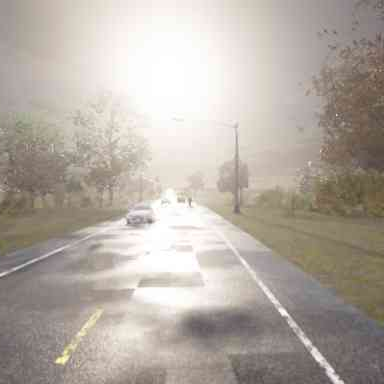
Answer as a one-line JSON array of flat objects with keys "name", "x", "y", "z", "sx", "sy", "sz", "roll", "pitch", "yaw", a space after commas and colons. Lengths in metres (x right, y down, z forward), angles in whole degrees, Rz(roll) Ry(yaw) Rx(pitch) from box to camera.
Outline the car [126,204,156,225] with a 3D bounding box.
[{"name": "car", "x": -3.867, "y": 1.660, "z": 25.782, "sx": 1.812, "sy": 1.442, "sz": 4.674, "roll": 0, "pitch": 0, "yaw": -1}]

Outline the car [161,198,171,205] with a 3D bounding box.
[{"name": "car", "x": -5.160, "y": 1.856, "z": 66.172, "sx": 1.812, "sy": 1.442, "sz": 4.674, "roll": 0, "pitch": 0, "yaw": -2}]

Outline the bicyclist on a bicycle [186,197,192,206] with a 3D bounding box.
[{"name": "bicyclist on a bicycle", "x": -0.261, "y": 1.660, "z": 56.841, "sx": 0.659, "sy": 1.776, "sz": 1.843, "roll": 0, "pitch": 0, "yaw": -2}]

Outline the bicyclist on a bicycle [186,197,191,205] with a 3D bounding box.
[{"name": "bicyclist on a bicycle", "x": -0.712, "y": 1.775, "z": 66.681, "sx": 0.866, "sy": 1.612, "sz": 1.509, "roll": 0, "pitch": 0, "yaw": -3}]

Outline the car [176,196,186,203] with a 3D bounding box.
[{"name": "car", "x": -2.536, "y": 1.959, "z": 82.452, "sx": 1.994, "sy": 1.385, "sz": 4.181, "roll": 0, "pitch": 0, "yaw": -4}]
